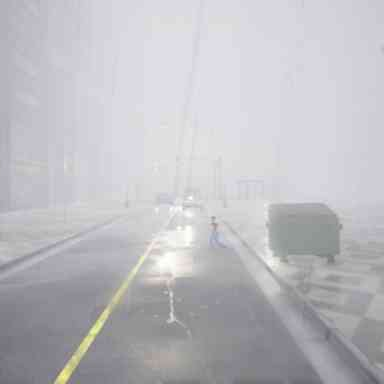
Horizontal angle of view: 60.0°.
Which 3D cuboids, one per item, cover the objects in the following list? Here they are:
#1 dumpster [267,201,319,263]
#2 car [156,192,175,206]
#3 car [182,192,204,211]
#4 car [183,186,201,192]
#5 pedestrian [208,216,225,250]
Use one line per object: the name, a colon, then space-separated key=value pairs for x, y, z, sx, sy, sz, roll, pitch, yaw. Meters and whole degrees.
dumpster: x=3.121 y=1.185 z=10.491 sx=1.020 sy=1.700 sz=1.940 roll=-1 pitch=0 yaw=0
car: x=-3.030 y=0.714 z=38.285 sx=1.882 sy=1.535 sz=5.008 roll=0 pitch=1 yaw=0
car: x=0.082 y=0.986 z=30.831 sx=1.895 sy=1.301 sz=4.718 roll=0 pitch=1 yaw=0
car: x=-0.006 y=0.354 z=43.132 sx=2.150 sy=2.045 sz=5.566 roll=0 pitch=1 yaw=0
pedestrian: x=0.800 y=1.342 z=11.441 sx=0.375 sy=1.300 sz=0.375 roll=1 pitch=0 yaw=-10
